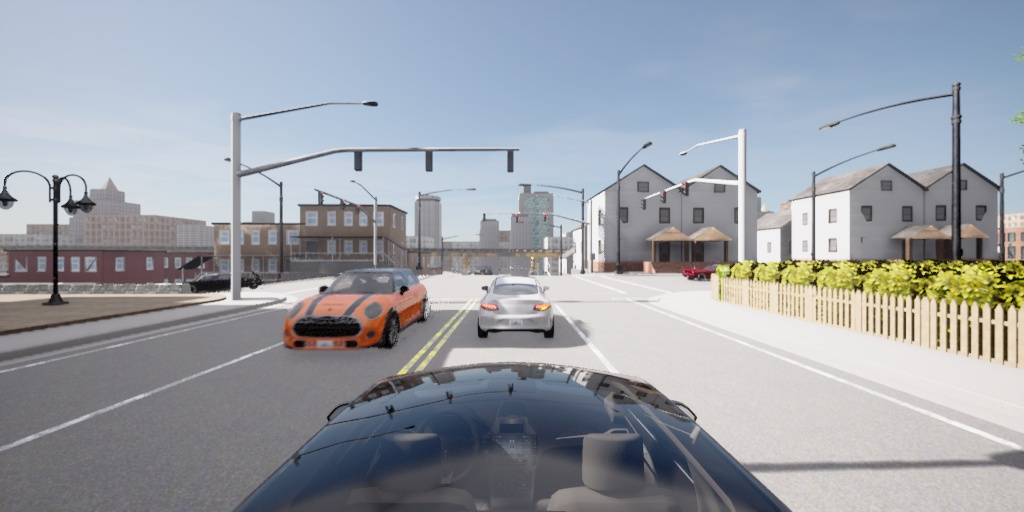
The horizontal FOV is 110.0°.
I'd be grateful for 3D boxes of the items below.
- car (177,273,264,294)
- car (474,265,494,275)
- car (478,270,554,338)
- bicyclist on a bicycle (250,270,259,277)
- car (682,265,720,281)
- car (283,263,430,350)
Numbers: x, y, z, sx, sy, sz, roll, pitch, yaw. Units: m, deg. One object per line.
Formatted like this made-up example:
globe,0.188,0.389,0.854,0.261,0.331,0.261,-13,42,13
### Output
car,-19.972,1.841,24.729,4.718,1.301,1.895,-4,0,-1
car,-3.512,2.155,45.276,2.150,2.045,5.566,0,-9,0
car,0.103,1.274,10.034,1.812,1.442,4.674,0,0,0
bicyclist on a bicycle,-25.562,2.208,35.616,0.582,1.620,1.656,-8,0,0
car,16.318,1.346,28.834,4.718,1.301,1.895,0,0,-1
car,-3.584,1.100,9.124,2.097,1.767,4.553,0,0,0
